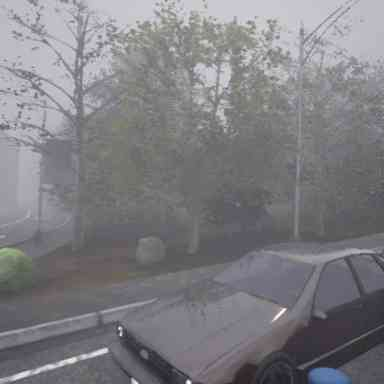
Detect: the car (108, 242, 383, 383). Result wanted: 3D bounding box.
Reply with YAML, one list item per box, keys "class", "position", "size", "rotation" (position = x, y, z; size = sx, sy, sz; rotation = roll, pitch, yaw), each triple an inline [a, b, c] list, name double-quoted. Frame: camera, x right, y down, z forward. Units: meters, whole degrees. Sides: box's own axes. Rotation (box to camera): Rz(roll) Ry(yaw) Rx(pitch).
- class: "car"
  position: [1.623, 1.512, 4.842]
  size: [5.357, 1.411, 2.033]
  rotation: [-1, 1, -35]
